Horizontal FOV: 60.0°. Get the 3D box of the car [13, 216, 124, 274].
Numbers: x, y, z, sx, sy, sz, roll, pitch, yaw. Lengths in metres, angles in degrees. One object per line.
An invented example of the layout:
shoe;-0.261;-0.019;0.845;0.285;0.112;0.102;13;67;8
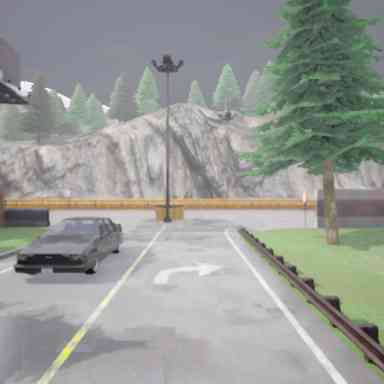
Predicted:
car;-3.502;1.516;10.695;2.033;1.411;5.357;0;0;0
